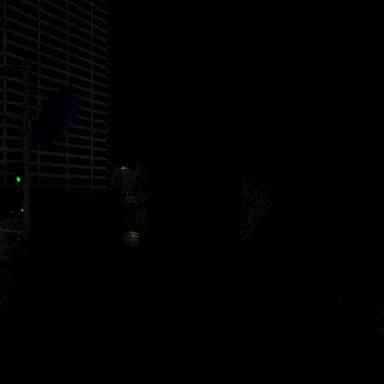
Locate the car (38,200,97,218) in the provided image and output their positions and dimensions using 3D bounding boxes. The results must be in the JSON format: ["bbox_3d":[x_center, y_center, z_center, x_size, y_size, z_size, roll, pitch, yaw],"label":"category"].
[{"bbox_3d":[-11.142,1.478,30.767,1.882,1.535,5.008,0,0,35],"label":"car"}]

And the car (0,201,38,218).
[{"bbox_3d":[-15.514,1.547,30.647,2.033,1.411,5.357,0,0,35],"label":"car"}]
